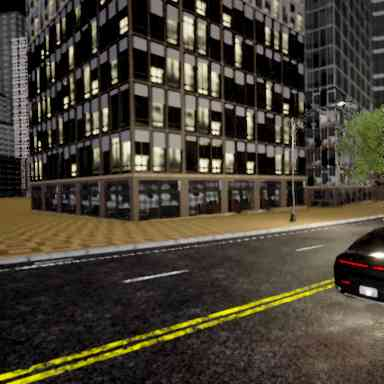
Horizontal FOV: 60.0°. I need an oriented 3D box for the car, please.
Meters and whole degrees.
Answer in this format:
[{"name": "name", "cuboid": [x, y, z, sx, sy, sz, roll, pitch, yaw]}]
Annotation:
[{"name": "car", "cuboid": [5.016, 1.493, 7.316, 4.892, 1.490, 1.837, 0, 0, -38]}]
